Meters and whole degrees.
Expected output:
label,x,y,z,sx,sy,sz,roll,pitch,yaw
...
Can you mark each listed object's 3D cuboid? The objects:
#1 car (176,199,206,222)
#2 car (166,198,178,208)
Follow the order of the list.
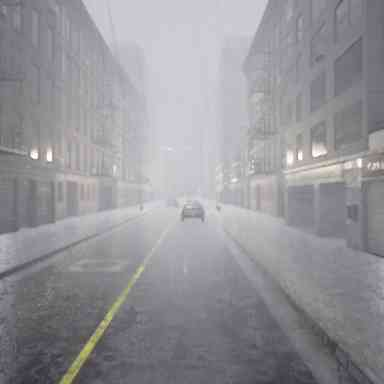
label,x,y,z,sx,sy,sz,roll,pitch,yaw
car,0.076,1.585,27.520,2.128,1.511,4.902,0,0,0
car,-3.063,1.710,53.345,1.837,1.490,4.892,0,0,1
